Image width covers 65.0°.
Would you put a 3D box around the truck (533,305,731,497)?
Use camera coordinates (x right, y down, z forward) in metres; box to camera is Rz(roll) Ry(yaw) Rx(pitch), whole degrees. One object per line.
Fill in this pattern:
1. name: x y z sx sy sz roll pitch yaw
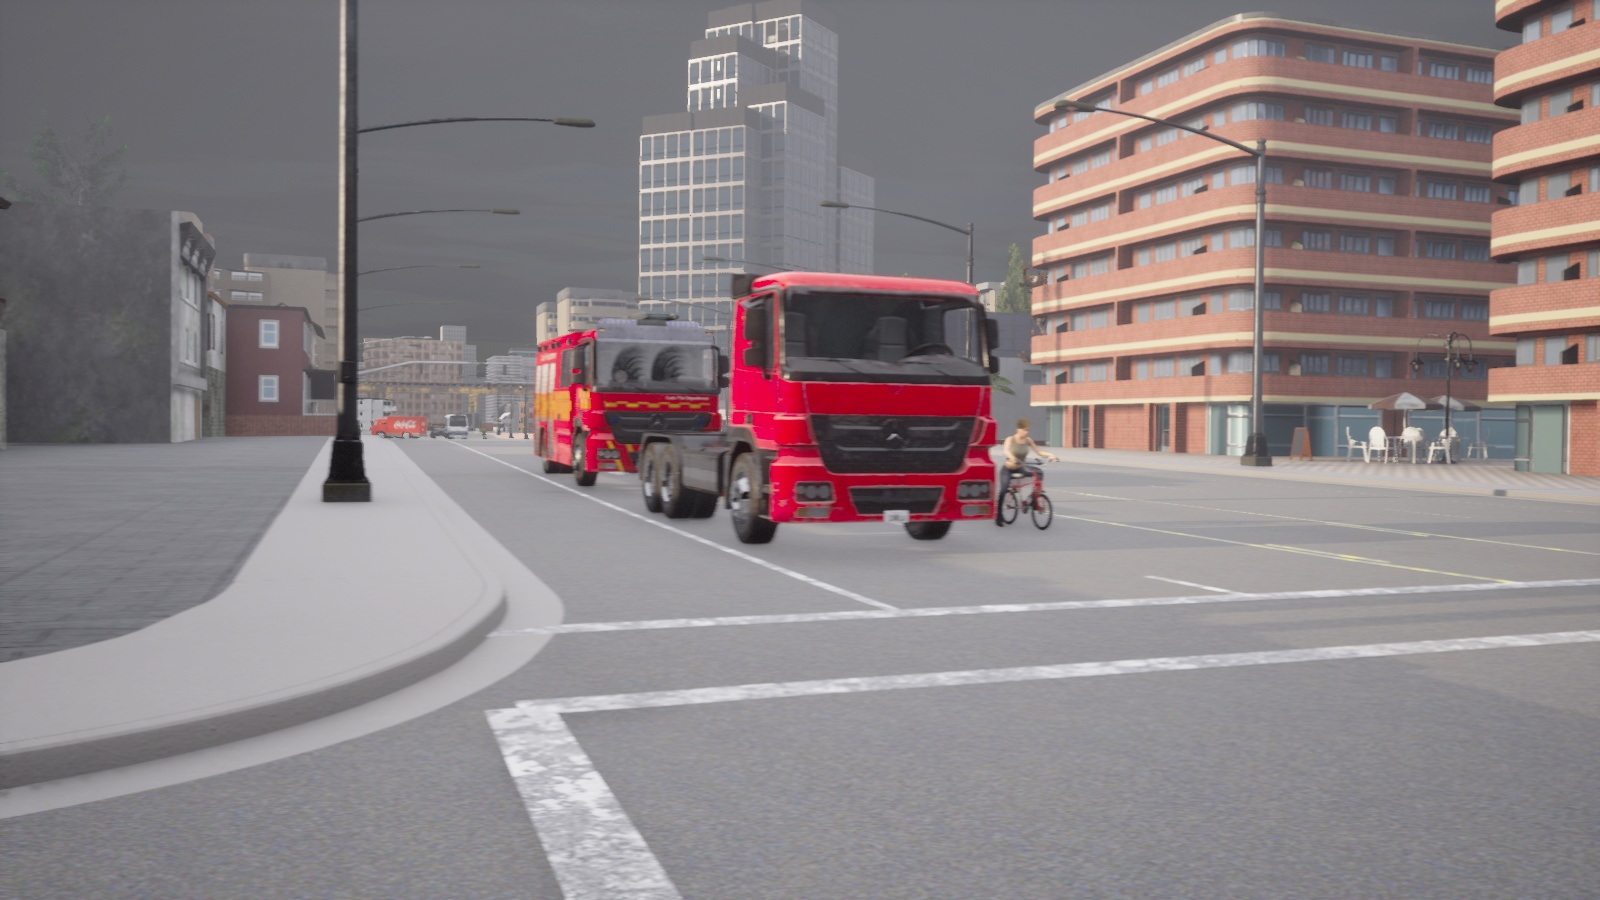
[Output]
1. truck: -4.236 -1.122 29.618 2.891 3.827 8.468 -1 2 -20

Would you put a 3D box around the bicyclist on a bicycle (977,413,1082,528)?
1. bicyclist on a bicycle: 3.376 0.268 18.590 0.866 1.612 1.509 -1 2 -20

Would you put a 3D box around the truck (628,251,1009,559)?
1. truck: -0.210 -0.617 18.363 2.891 3.462 7.936 -1 2 -20
